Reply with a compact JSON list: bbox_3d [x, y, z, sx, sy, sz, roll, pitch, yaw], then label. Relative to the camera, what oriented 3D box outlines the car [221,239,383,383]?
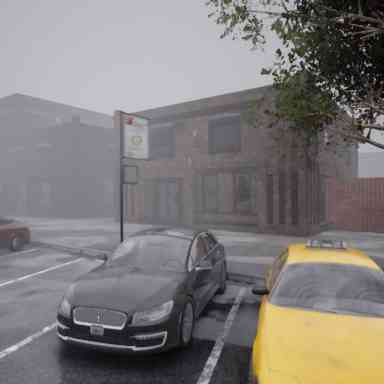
[{"bbox_3d":[1.863,1.480,4.543,1.946,1.575,5.366,1,-1,16],"label":"car"}]

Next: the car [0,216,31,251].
[{"bbox_3d":[-7.839,1.525,11.717,2.002,1.452,4.674,1,-1,16],"label":"car"}]

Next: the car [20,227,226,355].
[{"bbox_3d":[-0.523,1.486,6.474,2.231,1.521,4.892,1,-1,16],"label":"car"}]
